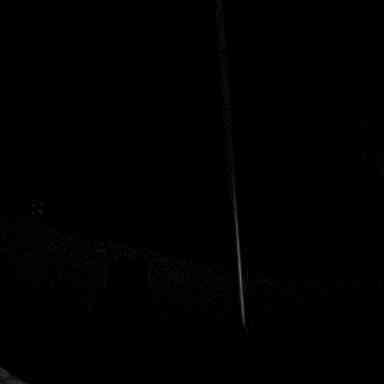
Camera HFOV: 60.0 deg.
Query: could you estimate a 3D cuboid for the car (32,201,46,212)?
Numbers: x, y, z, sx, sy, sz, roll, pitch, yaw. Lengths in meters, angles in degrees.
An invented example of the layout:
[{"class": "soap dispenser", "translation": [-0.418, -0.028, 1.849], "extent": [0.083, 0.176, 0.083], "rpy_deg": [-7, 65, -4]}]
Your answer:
[{"class": "car", "translation": [-23.930, 2.264, 52.641], "extent": [2.128, 1.511, 4.902], "rpy_deg": [-4, -1, -12]}]
